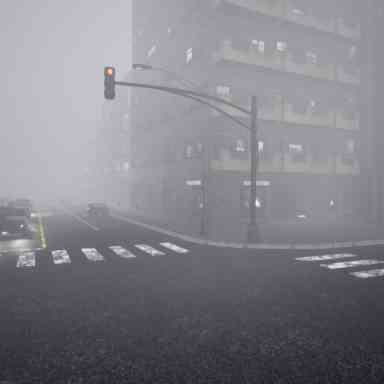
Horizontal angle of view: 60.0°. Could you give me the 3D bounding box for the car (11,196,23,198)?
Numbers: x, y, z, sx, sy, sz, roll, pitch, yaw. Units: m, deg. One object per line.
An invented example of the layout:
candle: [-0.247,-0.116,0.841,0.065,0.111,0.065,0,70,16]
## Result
car: [-18.388,1.485,36.347,1.837,1.490,4.892,0,0,-25]

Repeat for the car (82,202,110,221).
car: [-7.911,1.535,27.397,2.008,1.369,4.403,-1,0,-25]

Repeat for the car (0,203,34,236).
car: [-9.905,1.537,18.072,2.033,1.411,5.357,0,0,-25]

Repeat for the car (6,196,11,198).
car: [-22.709,1.524,39.186,1.887,1.381,4.507,-1,0,-25]

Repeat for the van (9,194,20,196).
van: [-32.330,1.311,59.657,1.690,1.788,3.998,-1,0,-25]

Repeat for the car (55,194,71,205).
car: [-22.339,1.410,58.104,1.967,1.590,4.097,-1,0,-25]

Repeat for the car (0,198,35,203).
car: [-14.118,1.476,27.087,2.128,1.511,4.902,0,0,-25]
